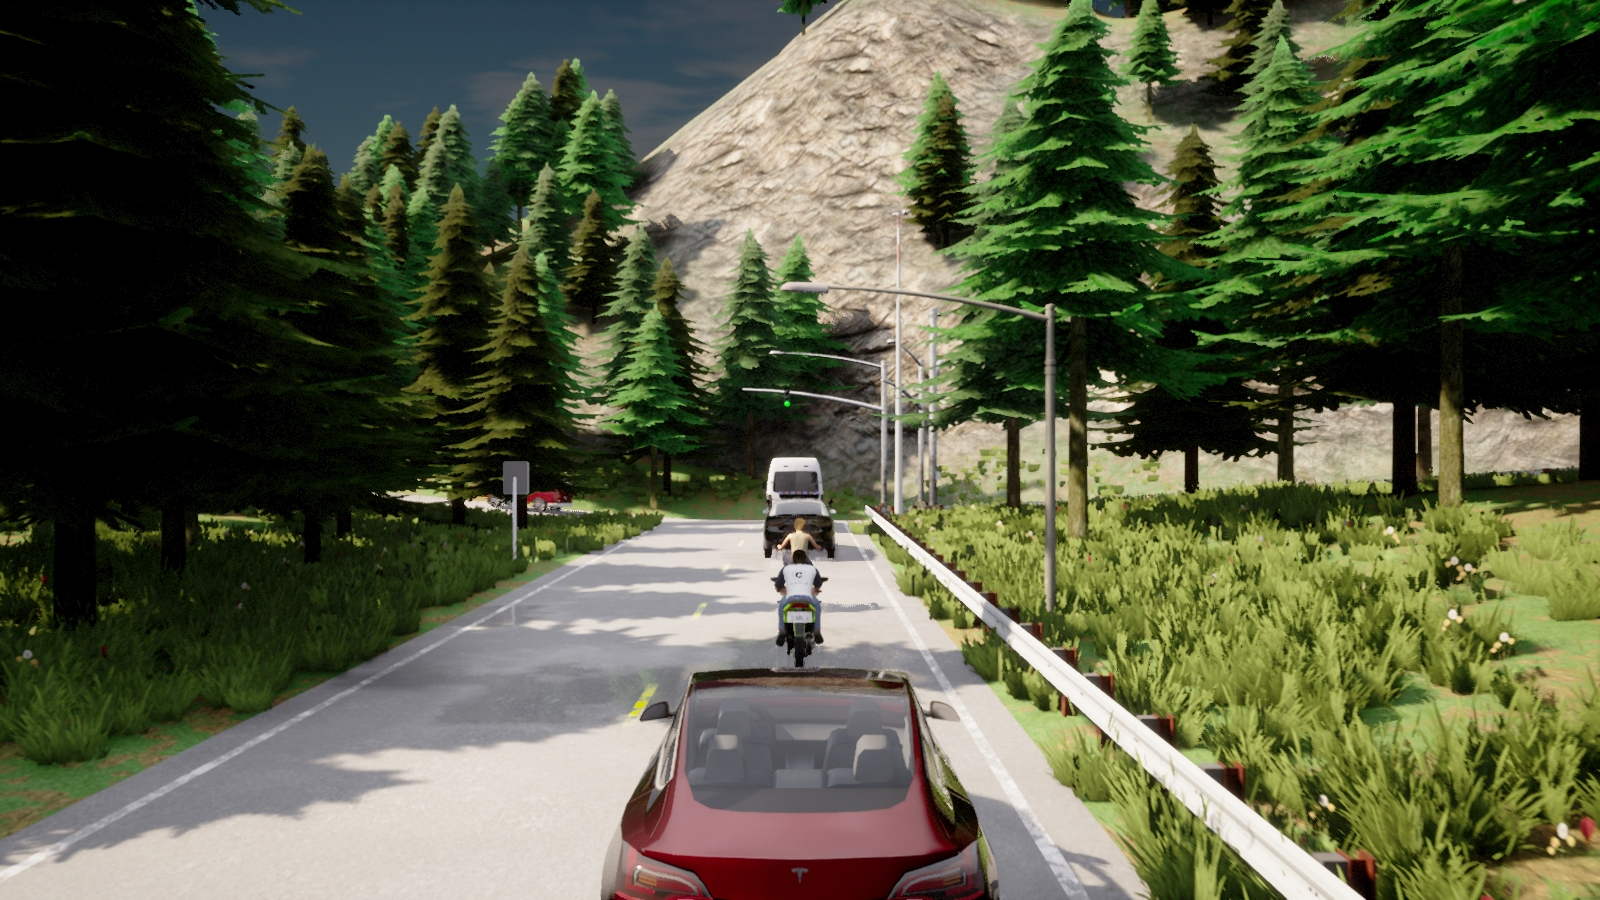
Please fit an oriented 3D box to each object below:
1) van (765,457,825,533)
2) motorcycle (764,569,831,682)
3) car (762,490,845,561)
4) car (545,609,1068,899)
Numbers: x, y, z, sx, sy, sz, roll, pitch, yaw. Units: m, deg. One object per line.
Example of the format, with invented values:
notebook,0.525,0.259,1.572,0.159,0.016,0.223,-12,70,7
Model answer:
van,-0.275,1.566,42.131,1.988,2.561,5.915,0,0,-2
motorcycle,-0.028,2.225,14.810,0.803,1.145,2.033,0,0,0
car,0.089,2.006,31.578,2.097,1.638,5.238,0,0,0
car,0.028,2.069,7.122,2.163,1.488,4.792,0,0,0
